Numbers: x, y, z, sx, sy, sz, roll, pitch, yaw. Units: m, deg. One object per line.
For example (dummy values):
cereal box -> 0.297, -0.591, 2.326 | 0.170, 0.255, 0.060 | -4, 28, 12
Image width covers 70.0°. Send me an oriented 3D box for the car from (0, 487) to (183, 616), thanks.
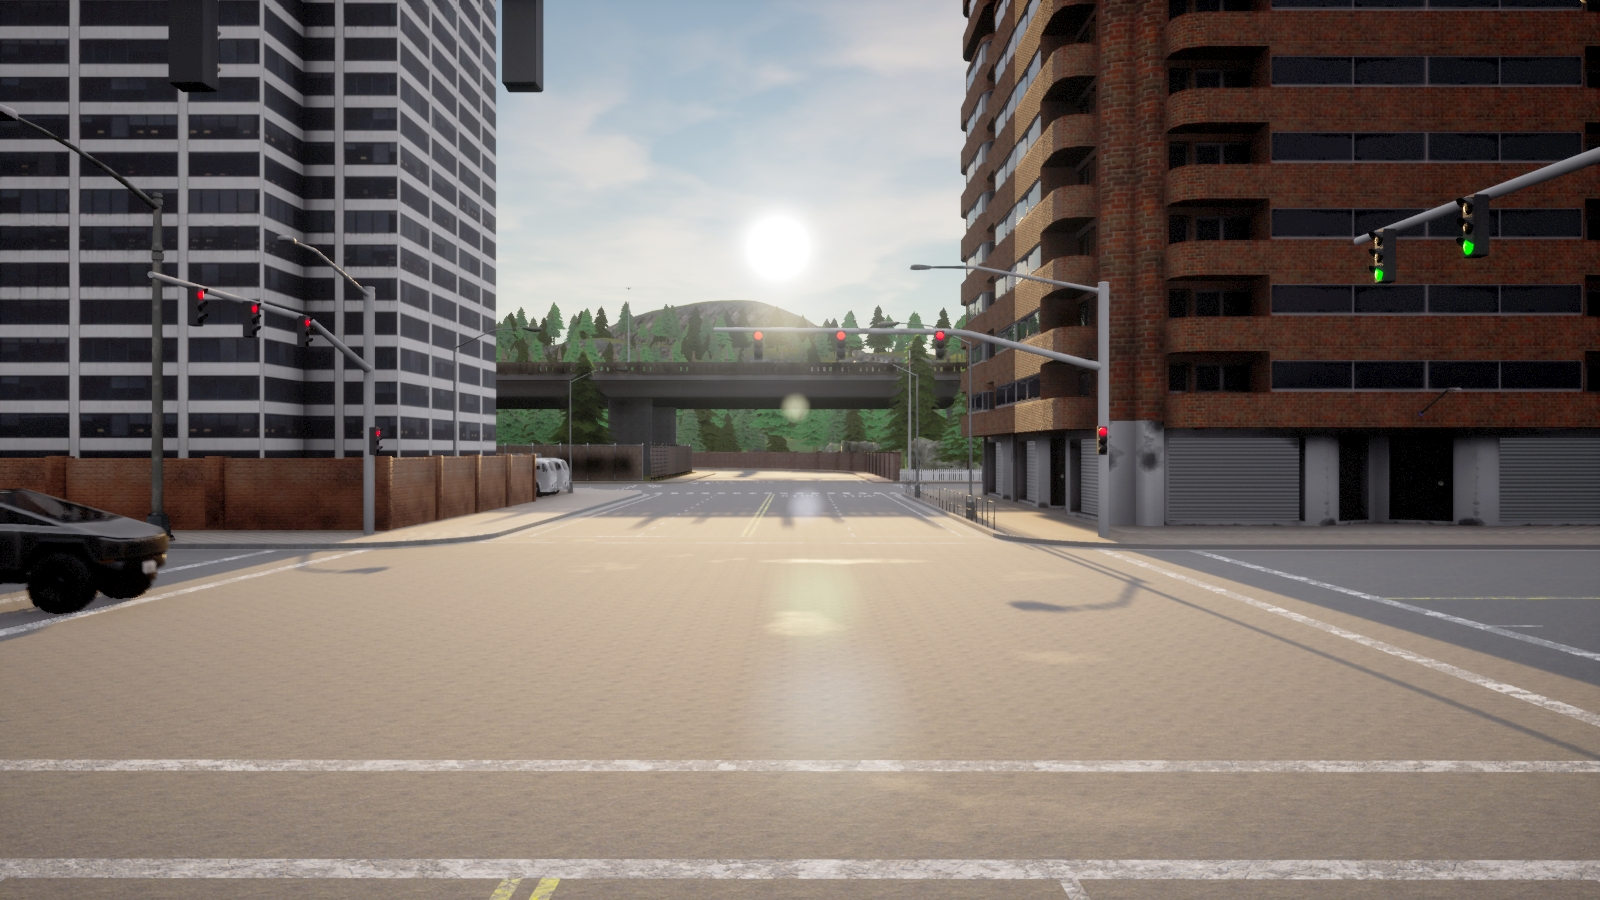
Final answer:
car -> -14.817, 1.752, 20.387 | 6.274, 2.098, 2.390 | 0, 0, -3
